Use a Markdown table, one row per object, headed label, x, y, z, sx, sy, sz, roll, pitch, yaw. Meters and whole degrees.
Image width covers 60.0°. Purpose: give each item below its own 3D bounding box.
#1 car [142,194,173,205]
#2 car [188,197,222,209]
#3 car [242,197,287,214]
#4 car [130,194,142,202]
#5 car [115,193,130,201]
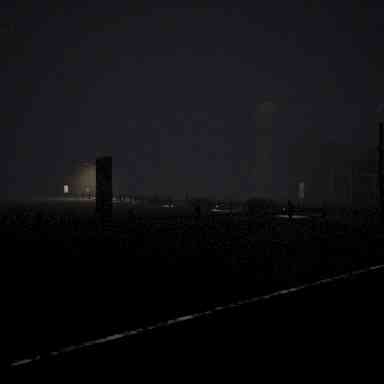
| label | x | y | z | sx | sy | sz | roll | pitch | yaw |
| --- | --- | --- | --- | --- | --- | --- | --- | --- | --- |
| car | -4.854 | 1.156 | 49.038 | 2.033 | 1.411 | 5.357 | -1 | 1 | -36 |
| car | 1.327 | 1.257 | 40.426 | 2.033 | 1.411 | 5.357 | -1 | 1 | -36 |
| car | 7.038 | 1.306 | 32.480 | 1.837 | 1.490 | 4.892 | -1 | 1 | -36 |
| car | -8.707 | 1.084 | 59.292 | 1.895 | 1.301 | 4.718 | -1 | 1 | -36 |
| car | -13.565 | 0.905 | 66.023 | 1.837 | 1.490 | 4.892 | -1 | 1 | -36 |
